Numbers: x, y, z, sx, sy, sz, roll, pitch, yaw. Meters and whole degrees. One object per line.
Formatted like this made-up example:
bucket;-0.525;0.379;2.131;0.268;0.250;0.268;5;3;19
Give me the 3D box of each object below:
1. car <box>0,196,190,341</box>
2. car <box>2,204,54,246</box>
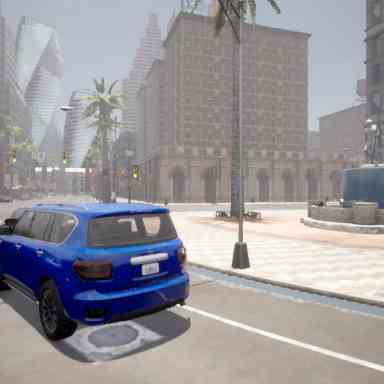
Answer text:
car;-2.425;1.222;6.872;2.150;2.045;5.566;0;0;-43
car;-8.002;1.478;16.639;1.882;1.535;5.008;0;0;-21
